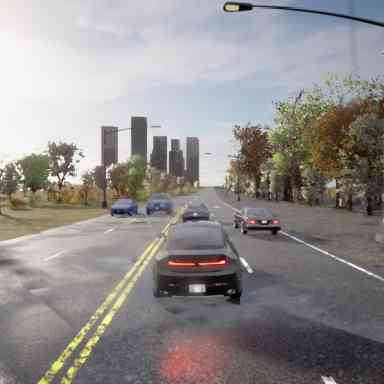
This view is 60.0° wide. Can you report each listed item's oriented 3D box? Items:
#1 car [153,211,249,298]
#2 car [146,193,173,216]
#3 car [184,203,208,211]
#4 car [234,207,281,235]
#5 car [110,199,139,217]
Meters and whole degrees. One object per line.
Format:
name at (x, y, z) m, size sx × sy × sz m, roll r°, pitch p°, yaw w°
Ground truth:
car at (0.120, 1.490, 8.503) m, size 1.837 × 1.490 × 4.892 m, roll -1°, pitch 1°, yaw 1°
car at (-3.053, 1.159, 32.248) m, size 2.150 × 2.045 × 5.566 m, roll -2°, pitch -1°, yaw 1°
car at (0.298, 1.527, 25.693) m, size 1.994 × 1.385 × 4.181 m, roll -1°, pitch 1°, yaw 2°
car at (3.506, 1.523, 18.731) m, size 2.033 × 1.411 × 5.357 m, roll 0°, pitch 0°, yaw 0°
car at (-6.288, 1.445, 31.209) m, size 1.882 × 1.535 × 5.008 m, roll 0°, pitch 0°, yaw 1°
